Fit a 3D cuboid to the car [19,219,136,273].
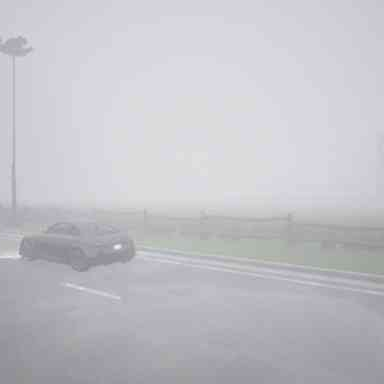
[{"bbox_3d":[-3.834,1.601,10.982,4.181,1.385,1.994,0,0,35],"label":"car"}]
